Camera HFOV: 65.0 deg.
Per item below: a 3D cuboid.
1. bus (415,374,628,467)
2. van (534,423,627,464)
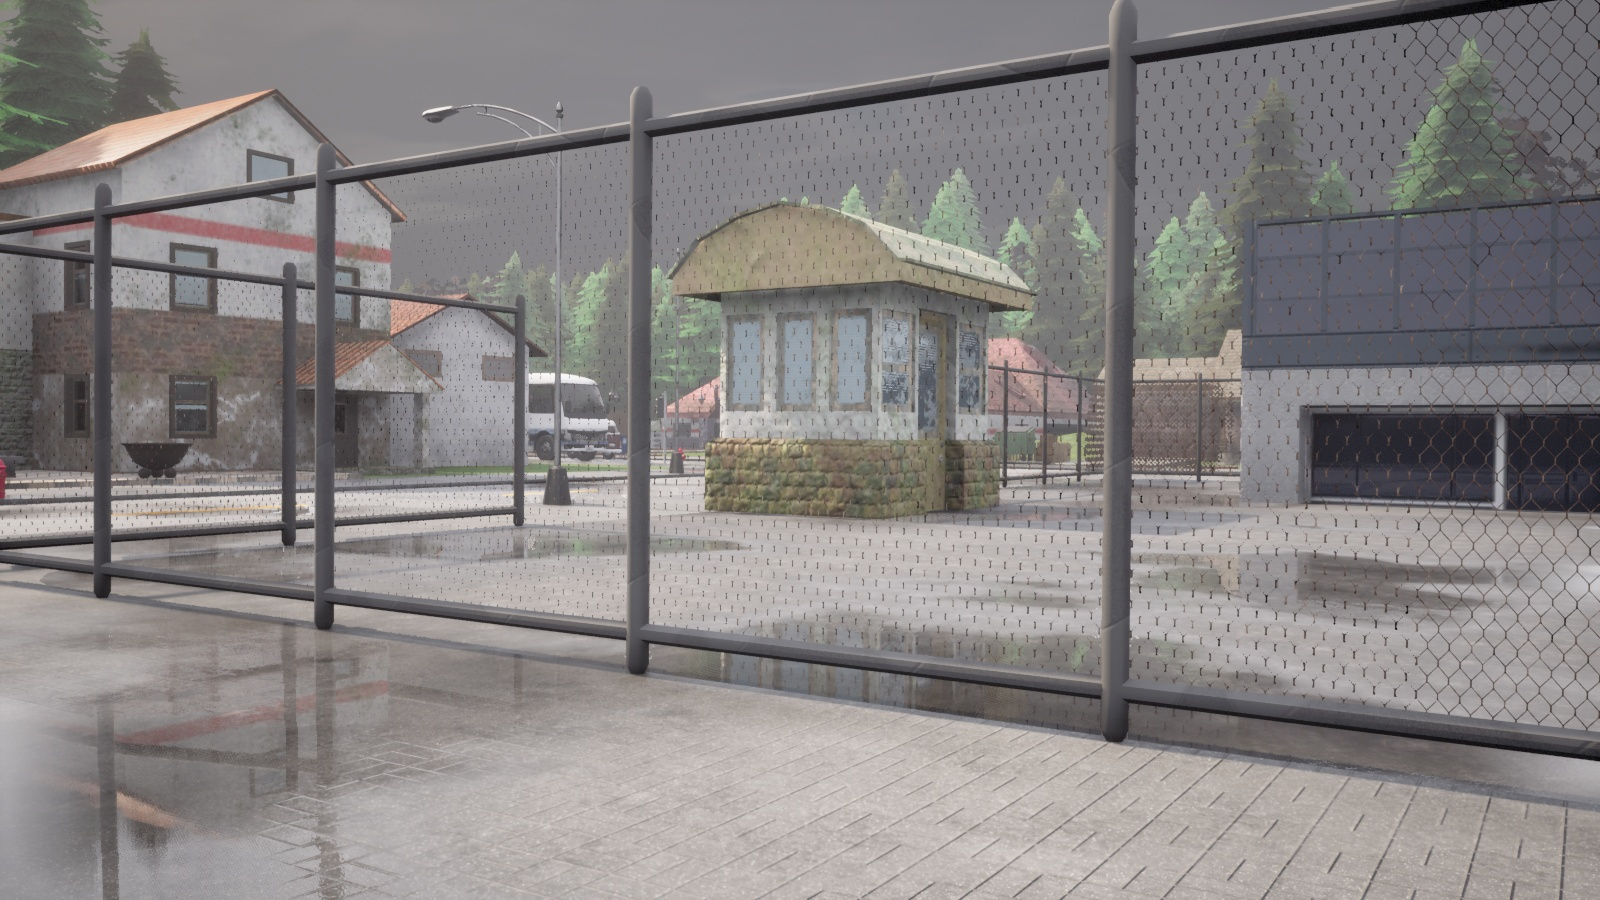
[{"bbox_3d":[-13.741,-1.362,61.640,10.273,4.253,3.944,0,1,31],"label":"bus"},{"bbox_3d":[-11.375,-0.330,64.927,4.480,2.038,2.069,0,1,32],"label":"van"}]
